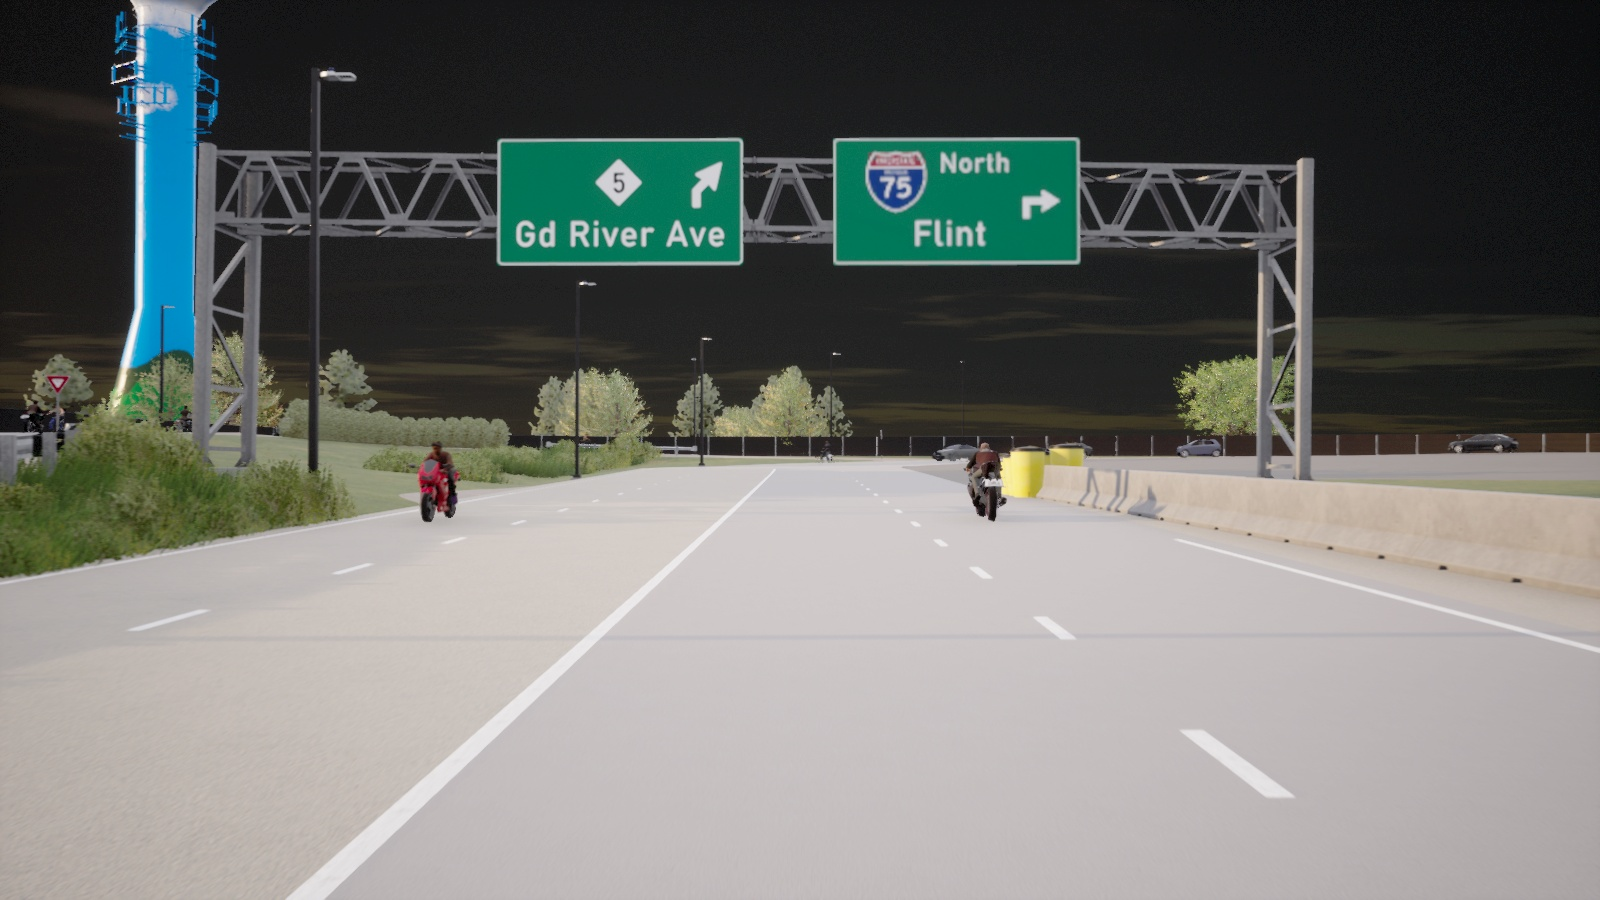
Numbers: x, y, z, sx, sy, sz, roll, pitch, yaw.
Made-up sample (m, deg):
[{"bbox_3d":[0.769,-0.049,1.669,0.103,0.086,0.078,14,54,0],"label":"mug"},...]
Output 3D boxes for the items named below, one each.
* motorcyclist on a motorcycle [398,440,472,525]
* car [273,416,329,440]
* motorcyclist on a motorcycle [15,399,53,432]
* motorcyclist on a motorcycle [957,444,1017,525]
[{"bbox_3d":[-6.848,0.575,23.654,0.797,1.523,2.044,0,0,0],"label":"motorcyclist on a motorcycle"},{"bbox_3d":[-34.975,-1.527,88.181,1.970,1.475,3.806,0,-2,9],"label":"car"},{"bbox_3d":[-35.736,-1.608,58.603,0.797,1.523,2.044,0,1,-9],"label":"motorcyclist on a motorcycle"},{"bbox_3d":[3.658,0.641,24.762,0.866,1.530,2.191,0,0,0],"label":"motorcyclist on a motorcycle"}]
